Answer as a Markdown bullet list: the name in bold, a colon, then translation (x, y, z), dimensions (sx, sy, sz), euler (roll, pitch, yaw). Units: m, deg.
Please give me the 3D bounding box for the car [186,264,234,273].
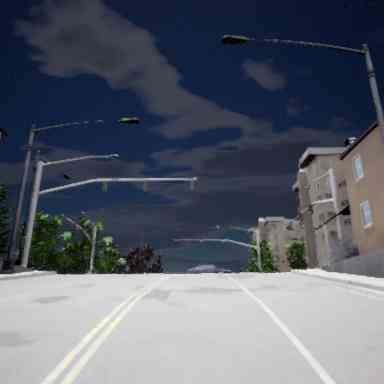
- **car**: translation (1.757, 7.831, 32.410), dimensions (4.674, 1.442, 1.812), euler (0, -19, 1)
